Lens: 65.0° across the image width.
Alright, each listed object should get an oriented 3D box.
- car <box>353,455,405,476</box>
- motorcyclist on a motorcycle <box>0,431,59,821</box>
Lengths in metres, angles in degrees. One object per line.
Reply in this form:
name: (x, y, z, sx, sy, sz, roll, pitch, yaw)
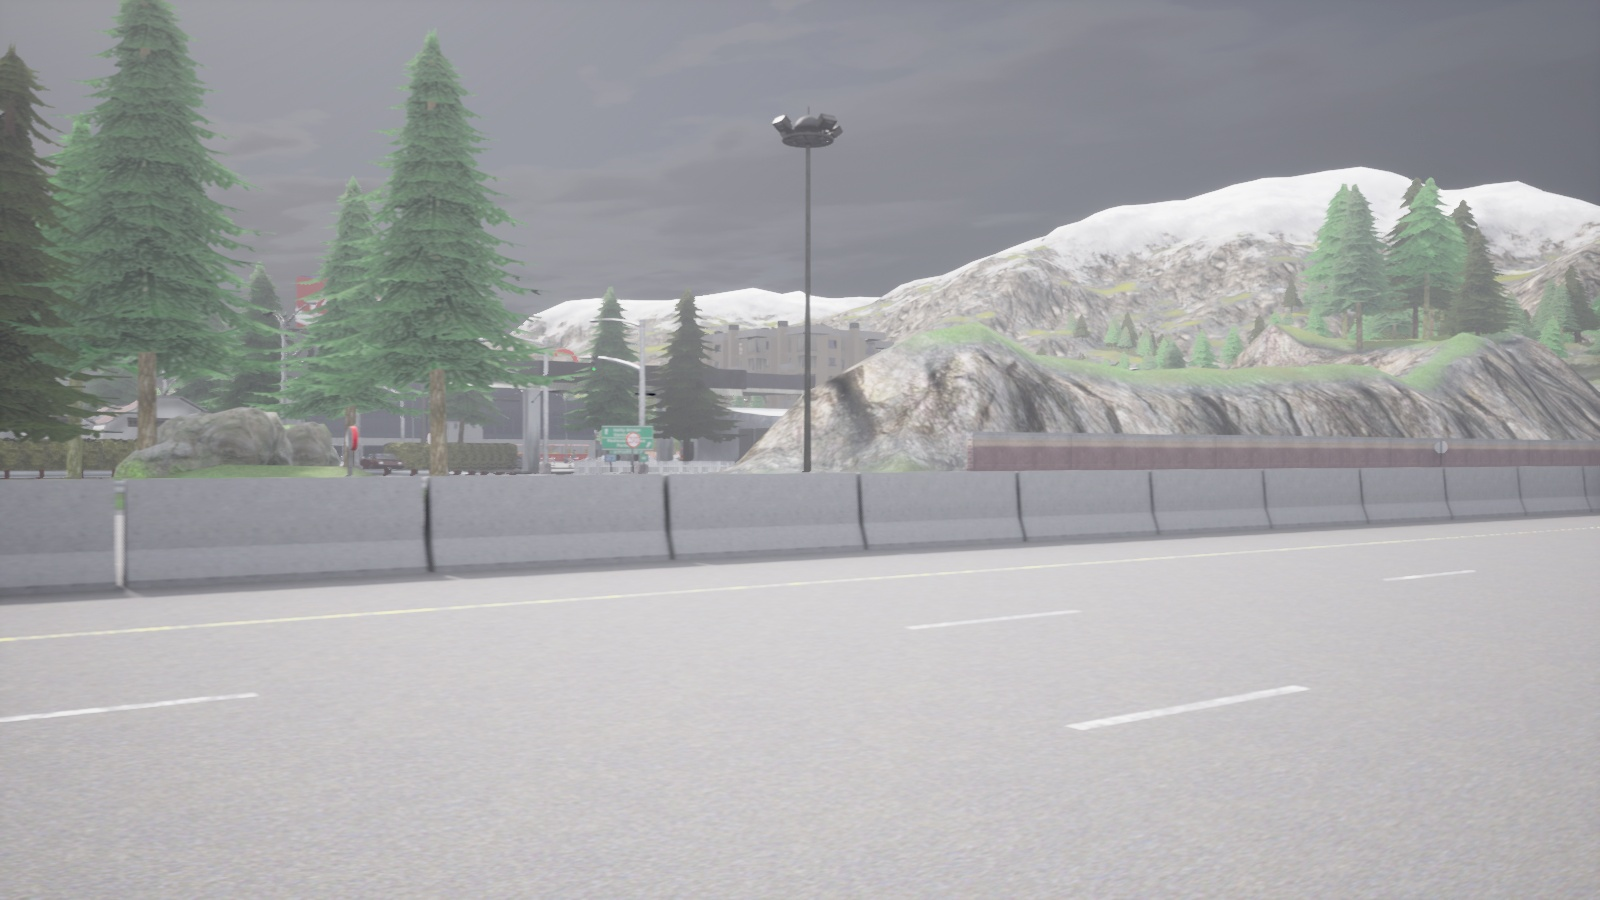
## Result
car: (-27.226, 0.990, 81.108, 1.895, 1.301, 4.718, 2, -1, -35)
motorcyclist on a motorcycle: (-4.088, 0.719, 5.079, 1.817, 1.590, 0.866, 0, 0, -35)
